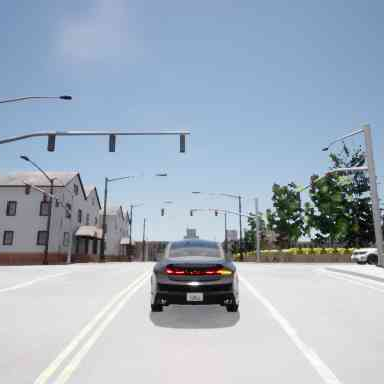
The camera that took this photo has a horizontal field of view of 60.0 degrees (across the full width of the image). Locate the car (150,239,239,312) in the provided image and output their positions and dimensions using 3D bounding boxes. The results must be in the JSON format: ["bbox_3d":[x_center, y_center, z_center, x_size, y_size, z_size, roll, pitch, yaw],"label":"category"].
[{"bbox_3d":[0.060,1.986,8.596,1.837,1.490,4.892,0,-7,0],"label":"car"}]

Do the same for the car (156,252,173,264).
[{"bbox_3d":[-3.648,8.890,44.541,1.812,1.442,4.674,0,-12,0],"label":"car"}]

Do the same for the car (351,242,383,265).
[{"bbox_3d":[16.842,5.317,28.811,5.566,2.045,2.150,0,-12,1],"label":"car"}]

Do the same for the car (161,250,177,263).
[{"bbox_3d":[-3.658,10.548,54.051,2.150,2.045,5.566,0,-12,0],"label":"car"}]
